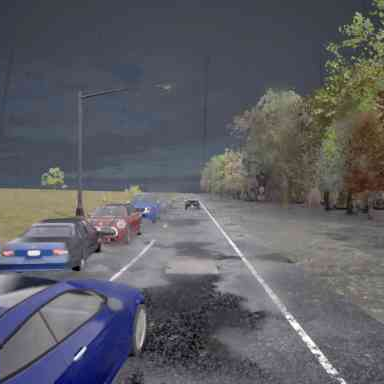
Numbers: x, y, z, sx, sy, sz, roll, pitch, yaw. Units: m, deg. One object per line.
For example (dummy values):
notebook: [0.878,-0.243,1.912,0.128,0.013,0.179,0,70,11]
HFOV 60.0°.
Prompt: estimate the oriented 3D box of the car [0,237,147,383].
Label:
car: [-1.768,1.526,3.142,1.812,1.442,4.674,0,0,6]

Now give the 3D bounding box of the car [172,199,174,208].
car: [-3.607,1.347,45.280,2.097,1.767,4.553,0,0,0]

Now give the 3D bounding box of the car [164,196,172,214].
car: [-3.605,1.351,35.273,2.097,1.767,4.553,0,0,0]

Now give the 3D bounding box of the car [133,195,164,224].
car: [-3.612,1.223,25.268,2.150,2.045,5.566,0,0,-1]

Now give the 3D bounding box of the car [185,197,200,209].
car: [0.046,1.501,44.326,1.837,1.490,4.892,0,0,0]

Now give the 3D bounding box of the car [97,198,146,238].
car: [-3.681,1.353,15.614,2.097,1.767,4.553,0,0,1]

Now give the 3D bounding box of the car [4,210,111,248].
car: [-4.141,1.549,10.693,2.033,1.411,5.357,0,0,-6]
